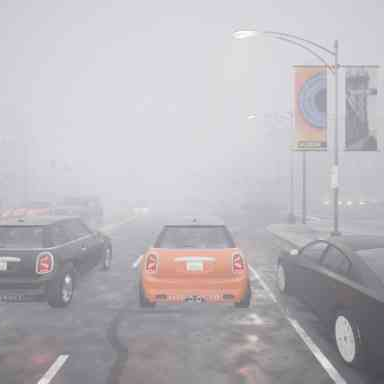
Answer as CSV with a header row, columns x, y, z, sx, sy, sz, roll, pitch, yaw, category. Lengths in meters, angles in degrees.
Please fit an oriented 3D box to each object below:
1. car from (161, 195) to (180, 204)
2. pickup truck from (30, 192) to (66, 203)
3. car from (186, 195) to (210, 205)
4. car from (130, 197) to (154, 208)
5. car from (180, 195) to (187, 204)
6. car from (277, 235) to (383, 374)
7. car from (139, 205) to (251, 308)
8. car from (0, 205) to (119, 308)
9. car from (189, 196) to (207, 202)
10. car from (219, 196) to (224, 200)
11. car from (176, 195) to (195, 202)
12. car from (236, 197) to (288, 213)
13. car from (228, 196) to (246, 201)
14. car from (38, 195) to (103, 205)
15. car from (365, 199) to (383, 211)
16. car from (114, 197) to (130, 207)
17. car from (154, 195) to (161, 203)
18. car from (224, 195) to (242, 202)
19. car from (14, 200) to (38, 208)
x,y,z,sx,sy,sz,roll,pitch,yaw,category
-3.909,1.525,66.069,1.812,1.442,4.674,0,0,21,car
-28.583,1.090,66.215,6.274,2.098,2.390,0,0,0,pickup truck
1.133,1.477,50.412,1.882,1.535,5.008,-1,0,-16,car
-6.949,1.564,46.721,1.994,1.385,4.181,0,0,1,car
0.002,1.505,65.845,1.837,1.490,4.892,-1,0,22,car
2.902,1.480,5.739,2.097,1.535,5.008,0,0,0,car
0.066,1.352,8.089,2.097,1.767,4.553,0,0,0,car
-3.435,1.352,8.093,2.097,1.767,4.553,0,0,0,car
1.331,1.553,75.912,1.994,1.385,4.181,0,0,36,car
9.318,1.525,88.675,4.902,1.511,2.128,0,0,-37,car
-1.495,1.500,77.941,1.837,1.490,4.892,0,0,33,car
7.979,1.548,37.285,5.357,1.411,2.033,0,0,15,car
11.648,1.595,86.029,4.718,1.301,1.895,0,0,-37,car
-7.094,1.221,20.678,2.150,2.045,5.566,0,0,0,car
23.411,1.505,39.970,4.892,1.490,1.837,0,0,0,car
-10.386,1.547,51.009,2.033,1.411,5.357,0,0,2,car
-6.683,1.350,68.758,2.097,1.767,4.553,0,0,22,car
10.162,1.525,75.602,2.128,1.511,4.902,0,0,43,car
-10.592,1.352,22.240,2.097,1.767,4.553,0,0,0,car
